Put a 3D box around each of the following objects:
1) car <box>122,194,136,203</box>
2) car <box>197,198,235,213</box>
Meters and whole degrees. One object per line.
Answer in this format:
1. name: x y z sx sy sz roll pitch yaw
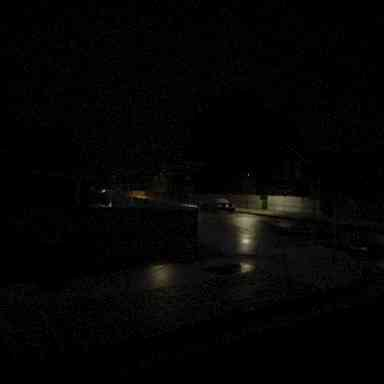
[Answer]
1. car: -10.120 1.032 52.360 1.895 1.301 4.718 0 1 -29
2. car: 2.288 1.267 32.684 2.033 1.411 5.357 0 0 -22
